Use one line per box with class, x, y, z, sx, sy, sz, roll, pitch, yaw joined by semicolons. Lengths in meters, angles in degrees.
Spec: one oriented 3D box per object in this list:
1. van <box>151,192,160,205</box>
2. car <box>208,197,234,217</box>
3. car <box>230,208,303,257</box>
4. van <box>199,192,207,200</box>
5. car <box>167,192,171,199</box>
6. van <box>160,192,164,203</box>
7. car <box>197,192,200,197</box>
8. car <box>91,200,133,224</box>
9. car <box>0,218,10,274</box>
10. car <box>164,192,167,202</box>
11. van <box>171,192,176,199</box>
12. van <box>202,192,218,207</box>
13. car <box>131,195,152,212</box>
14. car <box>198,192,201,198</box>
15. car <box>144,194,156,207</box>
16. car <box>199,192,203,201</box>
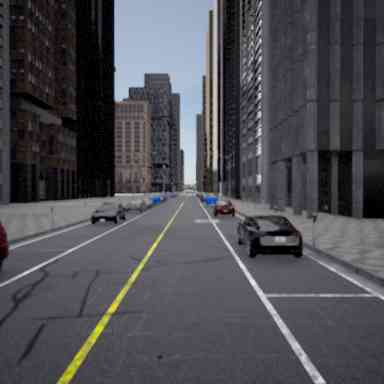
van;-5.812;1.101;46.239;1.690;1.788;3.998;0;0;0
car;2.730;1.393;29.331;1.887;1.381;4.507;0;0;0
car;2.747;1.501;12.409;1.947;1.339;4.313;0;0;0
van;2.680;0.924;80.095;1.690;1.788;3.998;0;0;0
car;-5.829;0.987;63.161;2.192;1.841;5.009;0;0;0
van;-5.818;1.072;51.879;1.690;1.788;3.998;0;0;0
car;2.687;1.179;74.456;1.947;1.339;4.313;0;0;0
car;-5.789;1.443;23.678;1.947;1.339;4.313;0;0;0
car;-5.774;1.280;6.754;2.192;1.841;5.009;0;0;0
car;-5.823;1.142;57.521;1.967;1.590;4.097;0;0;0
van;-5.851;0.895;85.725;1.690;1.788;3.998;0;0;0
van;2.713;1.101;46.252;1.690;1.788;3.998;0;0;0
car;-5.800;1.370;34.959;2.008;1.369;4.403;0;0;0
car;2.692;1.225;68.816;1.802;1.307;4.206;0;0;0
car;-5.806;1.316;40.429;1.752;1.417;4.829;0;0;0
car;2.698;1.254;63.175;1.802;1.307;4.206;0;0;0
